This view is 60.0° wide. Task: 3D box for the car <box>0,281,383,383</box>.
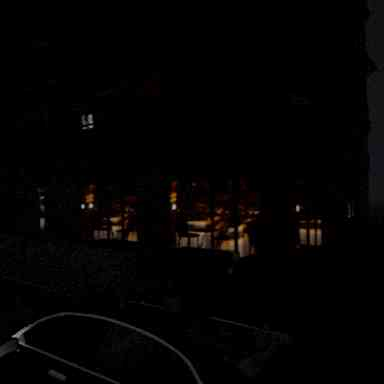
[{"bbox_3d":[-0.523,1.560,3.106,4.403,1.369,2.008,0,-1,36],"label":"car"}]
